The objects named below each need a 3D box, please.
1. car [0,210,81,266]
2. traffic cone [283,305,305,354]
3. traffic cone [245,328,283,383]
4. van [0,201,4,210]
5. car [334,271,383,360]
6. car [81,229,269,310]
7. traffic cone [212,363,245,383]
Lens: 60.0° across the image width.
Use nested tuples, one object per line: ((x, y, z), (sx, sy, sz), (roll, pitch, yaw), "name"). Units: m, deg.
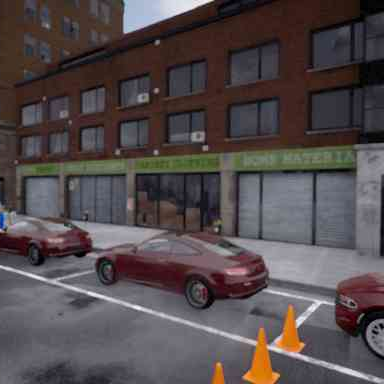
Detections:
((-4.973, 1.441, 10.789), (4.206, 1.307, 1.802), (1, 1, 36), "car")
((1.418, 1.935, 4.806), (0.340, 0.580, 0.340), (1, 1, 36), "traffic cone")
((0.835, 1.935, 3.993), (0.340, 0.580, 0.340), (1, 1, 36), "traffic cone")
((-9.567, 1.121, 14.089), (3.998, 1.788, 1.690), (1, 1, 36), "van")
((4.221, 1.560, 4.184), (4.507, 1.381, 1.887), (1, 1, 36), "car")
((-0.376, 1.520, 7.487), (4.206, 1.307, 1.802), (1, 1, 36), "car")
((0.252, 1.934, 3.181), (0.340, 0.580, 0.340), (1, 1, 36), "traffic cone")
